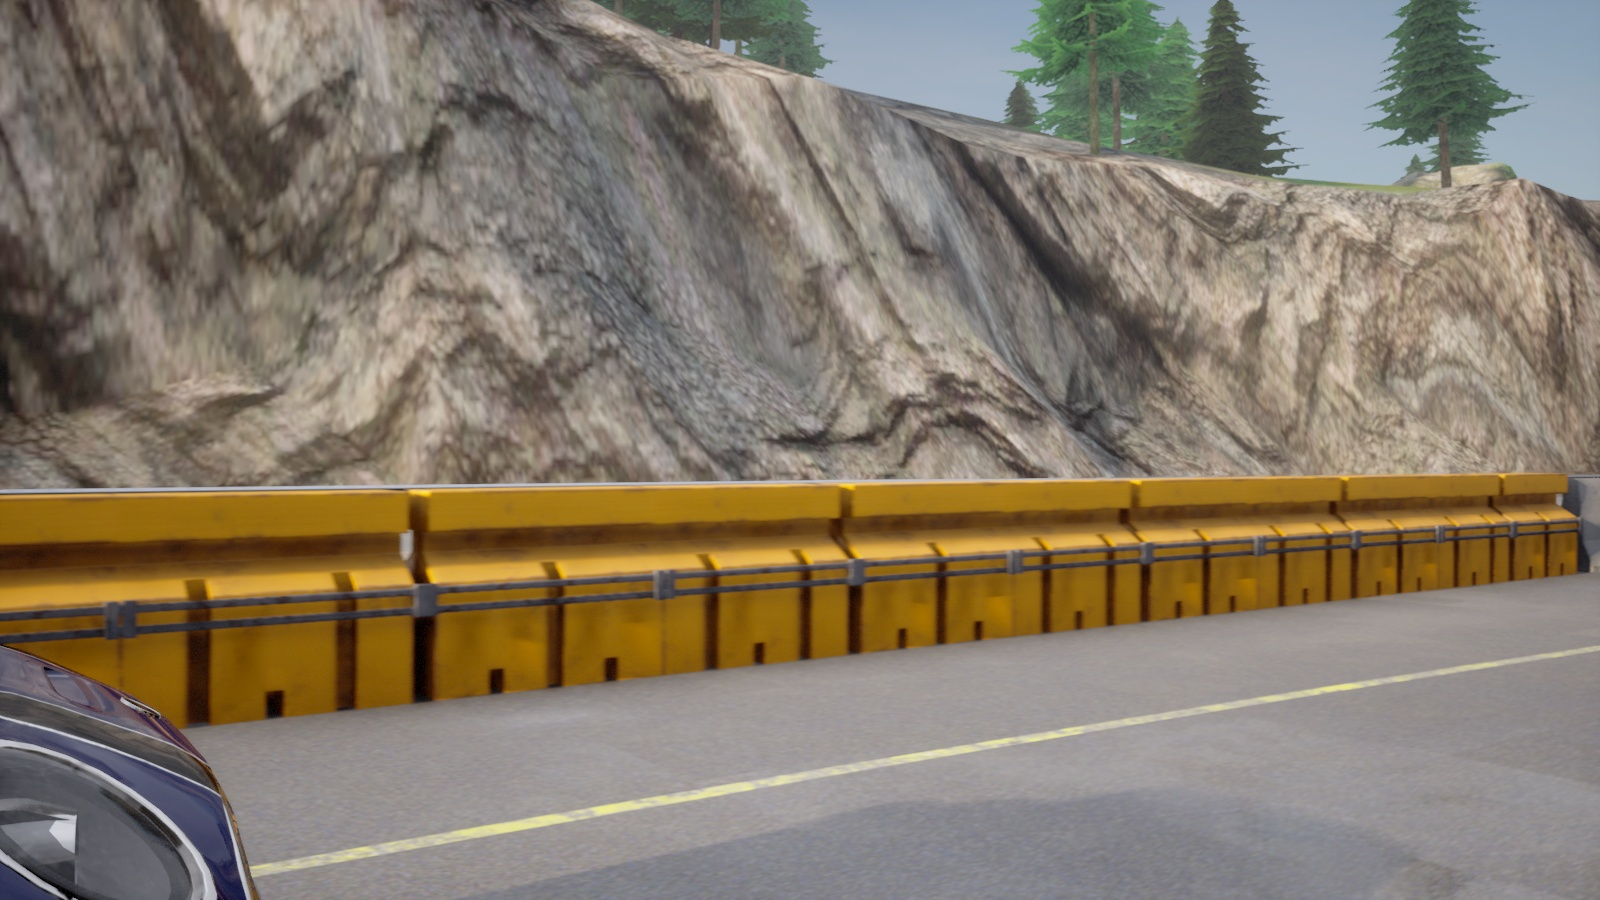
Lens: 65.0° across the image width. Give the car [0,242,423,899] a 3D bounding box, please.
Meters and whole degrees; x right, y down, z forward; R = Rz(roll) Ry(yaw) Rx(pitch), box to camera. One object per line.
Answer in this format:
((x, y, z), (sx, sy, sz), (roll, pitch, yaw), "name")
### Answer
((-3.060, 0.613, 1.530), (4.553, 1.767, 2.097), (0, 0, -35), "car")
